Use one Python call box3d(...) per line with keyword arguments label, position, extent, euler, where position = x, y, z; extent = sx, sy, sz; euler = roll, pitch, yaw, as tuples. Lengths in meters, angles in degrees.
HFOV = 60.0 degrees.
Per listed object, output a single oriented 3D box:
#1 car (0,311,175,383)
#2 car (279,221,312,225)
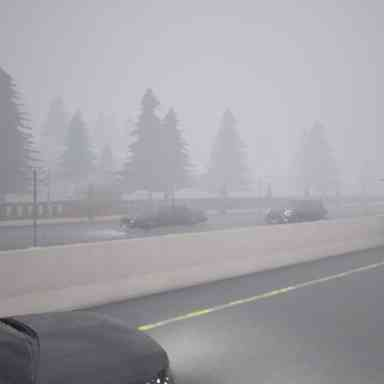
box3d(label="car", position=(-2.381, 1.510, 2.050), extent=(4.892, 1.490, 1.837), euler=(0, 0, -35))
box3d(label="car", position=(6.855, 1.234, 21.752), extent=(4.553, 1.767, 2.097), euler=(0, 0, -35))
